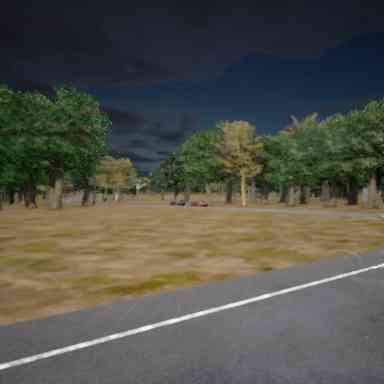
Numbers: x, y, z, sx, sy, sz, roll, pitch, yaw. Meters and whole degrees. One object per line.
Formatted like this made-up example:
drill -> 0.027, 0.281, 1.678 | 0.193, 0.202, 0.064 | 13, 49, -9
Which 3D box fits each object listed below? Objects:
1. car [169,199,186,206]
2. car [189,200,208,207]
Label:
car -> -3.122, 2.203, 69.234 | 1.994, 1.385, 4.181 | 2, -2, -34
car -> 1.266, 2.196, 62.897 | 1.994, 1.385, 4.181 | 2, -2, -34
